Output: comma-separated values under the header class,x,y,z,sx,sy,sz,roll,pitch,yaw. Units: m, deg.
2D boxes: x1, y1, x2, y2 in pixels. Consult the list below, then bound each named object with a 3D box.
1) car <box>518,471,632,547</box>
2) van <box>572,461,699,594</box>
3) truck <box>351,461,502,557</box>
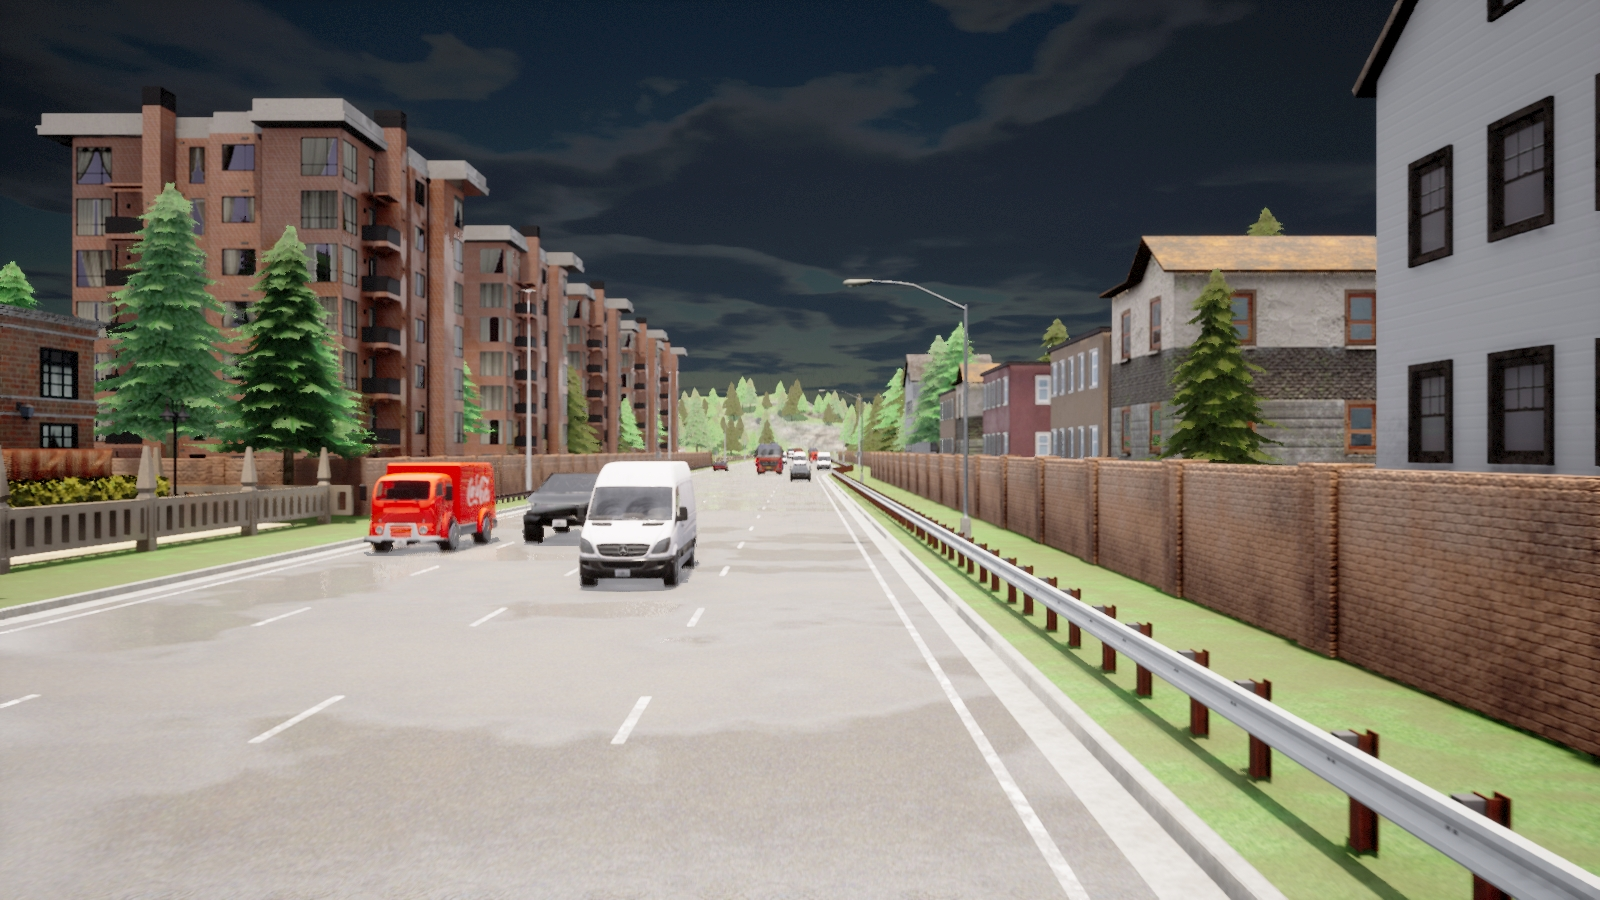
class,x,y,z,sx,sy,sz,roll,pitch,yaw
car,-7.000,1.773,36.335,2.390,2.098,6.274,0,0,0
van,-3.494,1.548,25.419,1.988,2.561,5.915,0,0,0
truck,-10.500,1.585,32.630,2.627,2.467,5.204,0,0,0
